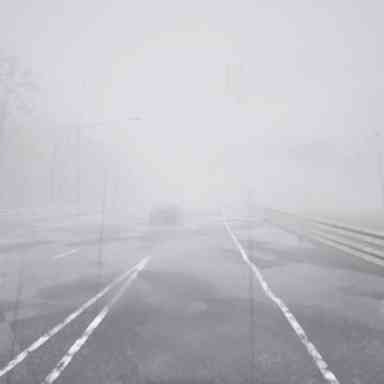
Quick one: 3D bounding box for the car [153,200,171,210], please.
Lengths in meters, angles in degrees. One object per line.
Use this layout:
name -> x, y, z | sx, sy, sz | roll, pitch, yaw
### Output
car -> -4.687, 2.060, 52.762 | 1.812, 1.442, 4.674 | -1, -1, 9

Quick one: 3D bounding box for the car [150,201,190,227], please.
car -> -1.792, 1.723, 24.764 | 2.128, 1.511, 4.902 | -1, -1, 7

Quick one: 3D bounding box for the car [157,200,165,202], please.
car -> -2.742, 2.011, 42.989 | 1.895, 1.301, 4.718 | -1, -1, 9

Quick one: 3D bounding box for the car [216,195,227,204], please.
car -> 6.981, 1.766, 77.604 | 2.150, 2.045, 5.566 | -1, -1, 12

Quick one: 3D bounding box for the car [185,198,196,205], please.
car -> -0.270, 2.151, 77.024 | 1.882, 1.535, 5.008 | -1, -1, 11

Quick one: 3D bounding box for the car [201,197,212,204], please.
car -> 3.353, 2.131, 77.285 | 1.812, 1.442, 4.674 | -1, -1, 12
